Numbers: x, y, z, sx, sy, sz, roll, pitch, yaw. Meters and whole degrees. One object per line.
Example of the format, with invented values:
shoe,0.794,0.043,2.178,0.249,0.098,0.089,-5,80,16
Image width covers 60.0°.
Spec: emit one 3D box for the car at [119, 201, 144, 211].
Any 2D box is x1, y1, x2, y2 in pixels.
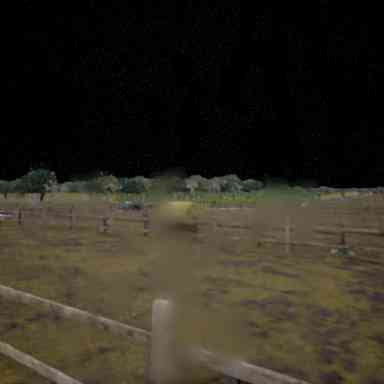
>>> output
car,-12.225,2.802,67.400,2.150,2.045,5.566,1,-1,35
